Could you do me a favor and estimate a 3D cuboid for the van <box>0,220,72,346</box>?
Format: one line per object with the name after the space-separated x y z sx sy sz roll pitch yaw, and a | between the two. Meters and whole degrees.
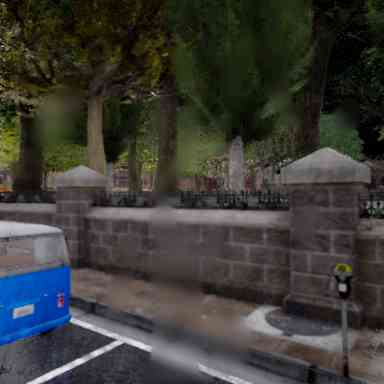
-3.728 1.341 5.486 3.998 1.788 1.690 0 -1 36 | van
